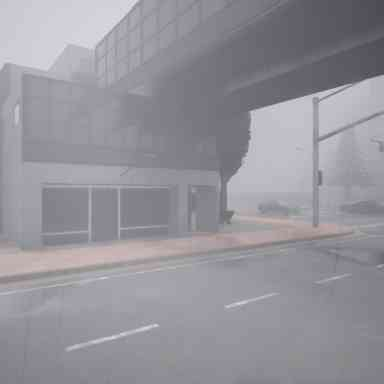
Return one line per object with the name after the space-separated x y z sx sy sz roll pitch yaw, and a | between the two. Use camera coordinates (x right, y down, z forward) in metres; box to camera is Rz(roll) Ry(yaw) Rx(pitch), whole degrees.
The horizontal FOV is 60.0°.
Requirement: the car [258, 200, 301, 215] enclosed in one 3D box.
8.765 1.526 33.745 1.812 1.442 4.674 0 0 -36 | car

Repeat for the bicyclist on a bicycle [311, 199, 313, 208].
15.798 1.301 42.775 1.656 1.620 0.582 0 0 -36 | bicyclist on a bicycle

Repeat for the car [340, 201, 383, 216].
17.405 1.547 32.795 2.033 1.411 5.357 0 0 -29 | car
